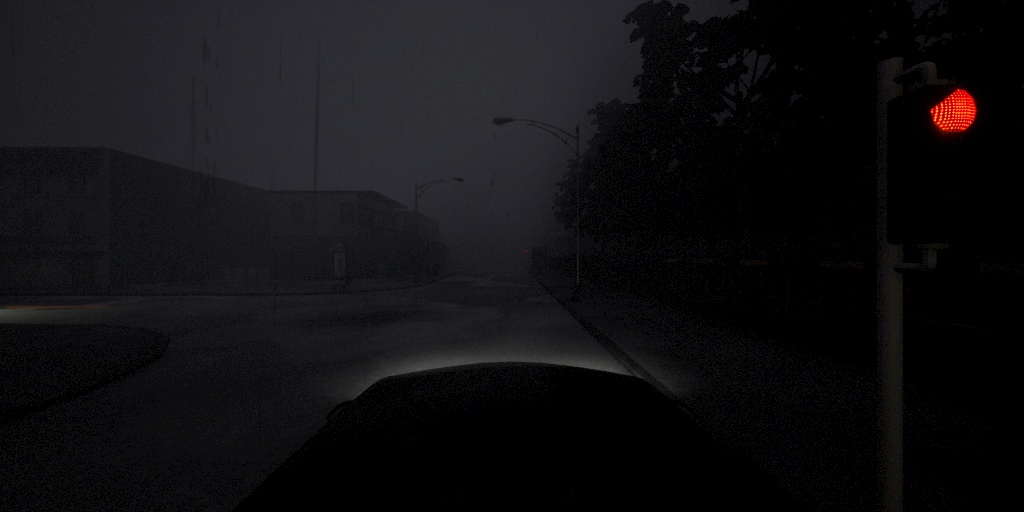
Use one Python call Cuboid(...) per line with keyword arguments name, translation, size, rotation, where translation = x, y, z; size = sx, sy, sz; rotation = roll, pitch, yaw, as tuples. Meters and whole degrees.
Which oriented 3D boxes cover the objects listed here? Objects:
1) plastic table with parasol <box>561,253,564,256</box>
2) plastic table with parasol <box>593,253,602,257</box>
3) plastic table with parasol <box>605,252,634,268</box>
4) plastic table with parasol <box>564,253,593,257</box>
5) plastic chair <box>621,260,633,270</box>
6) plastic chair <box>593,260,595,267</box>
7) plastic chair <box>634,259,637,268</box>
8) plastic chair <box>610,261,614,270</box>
Cuboid(name="plastic table with parasol", translation=(10.680, 0.705, 62.362), size=(2.482, 2.480, 2.482), rotation=(0, 0, -40))
Cuboid(name="plastic table with parasol", translation=(14.667, 0.673, 59.396), size=(2.482, 2.480, 2.482), rotation=(0, 0, -42))
Cuboid(name="plastic table with parasol", translation=(15.289, 0.694, 51.182), size=(2.482, 2.480, 2.482), rotation=(0, 0, -40))
Cuboid(name="plastic table with parasol", translation=(9.970, 0.684, 53.921), size=(2.482, 2.480, 2.482), rotation=(0, 0, -40))
Cuboid(name="plastic chair", translation=(16.022, 1.296, 50.184), size=(0.750, 1.272, 0.730), rotation=(0, 0, -40))
Cuboid(name="plastic chair", translation=(13.715, 1.304, 58.508), size=(0.730, 1.272, 0.750), rotation=(0, 0, -35))
Cuboid(name="plastic chair", translation=(18.643, 1.161, 54.631), size=(0.750, 1.272, 0.730), rotation=(0, 0, -39))
Cuboid(name="plastic chair", translation=(14.316, 1.306, 50.280), size=(0.730, 1.272, 0.750), rotation=(0, 0, -35))
